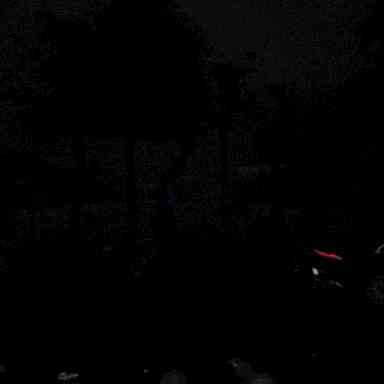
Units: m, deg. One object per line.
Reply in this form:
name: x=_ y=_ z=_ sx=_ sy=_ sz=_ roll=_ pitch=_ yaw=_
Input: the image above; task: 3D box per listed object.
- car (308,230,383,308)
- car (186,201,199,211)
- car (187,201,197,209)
car: x=5.223 y=1.635 z=7.620 sx=4.902 sy=1.511 sz=2.128 roll=1 pitch=-2 yaw=-1
car: x=0.050 y=2.318 z=53.462 sx=1.994 sy=1.385 sz=4.181 roll=0 pitch=-1 yaw=0
car: x=-0.052 y=2.457 z=63.340 sx=1.837 sy=1.490 sz=4.892 roll=0 pitch=-1 yaw=0
